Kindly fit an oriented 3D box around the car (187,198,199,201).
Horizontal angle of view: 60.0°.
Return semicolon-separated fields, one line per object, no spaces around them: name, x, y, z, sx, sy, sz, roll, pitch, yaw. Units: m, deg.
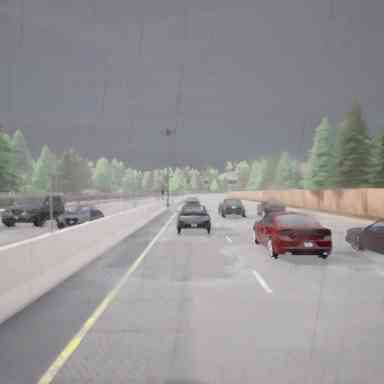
car;0.101;1.507;40.451;1.837;1.490;4.892;0;0;0

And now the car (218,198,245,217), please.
car;3.605;1.353;30.827;2.097;1.767;4.553;0;0;0

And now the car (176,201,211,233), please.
car;0.103;1.492;19.523;2.128;1.511;4.902;0;0;0

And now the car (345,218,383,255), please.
car;7.096;1.547;10.978;2.033;1.411;5.357;0;0;0

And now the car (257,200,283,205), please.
car;7.104;1.506;30.098;1.837;1.490;4.892;0;0;0

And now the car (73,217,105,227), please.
car;-7.035;1.566;21.454;1.994;1.385;4.181;0;0;0

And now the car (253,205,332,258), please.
car;3.602;1.478;12.761;1.882;1.535;5.008;0;0;0
